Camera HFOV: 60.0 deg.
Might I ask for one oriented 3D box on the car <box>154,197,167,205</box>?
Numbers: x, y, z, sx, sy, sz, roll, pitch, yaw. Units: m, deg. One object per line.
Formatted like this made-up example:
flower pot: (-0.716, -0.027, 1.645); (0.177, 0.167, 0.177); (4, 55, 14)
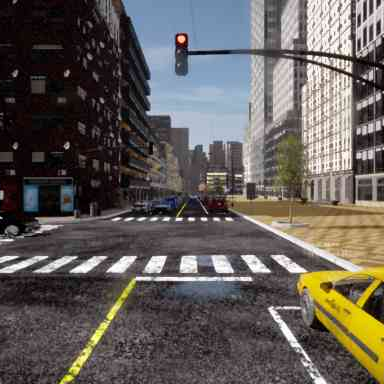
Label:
car: (-5.457, 1.584, 58.547); (1.887, 1.381, 4.507); (0, 0, 0)

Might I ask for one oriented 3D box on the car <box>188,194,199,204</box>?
car: (0.266, 1.615, 65.611); (1.994, 1.385, 4.181); (0, 0, 0)

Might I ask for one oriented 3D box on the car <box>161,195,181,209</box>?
car: (-2.910, 1.497, 43.953); (1.882, 1.535, 5.008); (0, 0, 0)

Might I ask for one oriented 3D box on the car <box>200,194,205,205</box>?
car: (2.922, 1.354, 58.513); (2.192, 1.841, 5.009); (0, 0, 0)

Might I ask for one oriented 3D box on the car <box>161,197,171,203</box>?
car: (-5.412, 1.639, 69.601); (1.802, 1.307, 4.206); (0, 0, 0)

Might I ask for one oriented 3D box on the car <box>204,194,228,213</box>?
car: (2.832, 1.327, 36.408); (2.192, 1.841, 5.009); (0, 0, 0)

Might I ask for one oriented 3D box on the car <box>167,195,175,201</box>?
car: (-5.345, 1.613, 86.011); (1.752, 1.417, 4.829); (0, 0, 0)

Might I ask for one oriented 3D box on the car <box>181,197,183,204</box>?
car: (-2.851, 1.536, 53.765); (1.837, 1.490, 4.892); (0, 0, 1)

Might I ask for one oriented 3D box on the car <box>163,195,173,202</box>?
car: (-5.390, 1.507, 75.128); (1.967, 1.590, 4.097); (0, 0, 0)

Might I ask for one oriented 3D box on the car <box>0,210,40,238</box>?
car: (-10.848, 1.666, 17.905); (4.892, 1.490, 1.837); (-1, 1, -6)

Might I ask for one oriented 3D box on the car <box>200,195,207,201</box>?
car: (3.036, 1.613, 86.316); (1.752, 1.417, 4.829); (0, 0, 0)

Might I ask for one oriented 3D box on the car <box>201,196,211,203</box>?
car: (2.968, 1.602, 69.567); (1.887, 1.381, 4.507); (0, 0, 0)

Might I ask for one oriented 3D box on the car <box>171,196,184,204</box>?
car: (-2.741, 1.539, 64.010); (2.128, 1.511, 4.902); (0, 0, 0)

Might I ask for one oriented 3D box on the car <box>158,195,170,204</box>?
car: (-5.435, 1.488, 64.074); (1.967, 1.590, 4.097); (0, 0, 0)

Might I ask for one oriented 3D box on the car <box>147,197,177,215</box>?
car: (-2.960, 1.558, 34.133); (2.033, 1.411, 5.357); (0, 0, 0)

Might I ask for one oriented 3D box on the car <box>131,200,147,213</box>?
car: (-5.546, 1.563, 36.441); (2.008, 1.369, 4.403); (0, 0, 0)

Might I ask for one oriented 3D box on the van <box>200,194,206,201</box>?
van: (3.057, 1.441, 91.672); (1.690, 1.788, 3.998); (0, 0, 0)

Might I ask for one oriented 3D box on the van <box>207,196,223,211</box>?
van: (2.855, 1.358, 41.933); (1.690, 1.788, 3.998); (0, 0, 0)

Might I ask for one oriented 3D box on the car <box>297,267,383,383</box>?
car: (2.702, 1.525, 4.165); (1.752, 1.417, 4.829); (0, 0, 0)

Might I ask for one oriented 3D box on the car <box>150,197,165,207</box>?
car: (-5.479, 1.581, 53.021); (2.008, 1.369, 4.403); (0, 0, 0)
